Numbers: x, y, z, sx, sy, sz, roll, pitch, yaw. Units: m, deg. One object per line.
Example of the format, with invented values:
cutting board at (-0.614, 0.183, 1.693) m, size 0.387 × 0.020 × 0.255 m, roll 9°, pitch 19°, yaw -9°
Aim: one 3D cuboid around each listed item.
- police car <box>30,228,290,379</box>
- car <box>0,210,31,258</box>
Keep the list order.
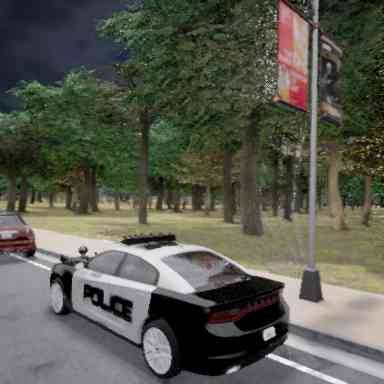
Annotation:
police car at (-0.873, 1.553, 5.948) m, size 5.238 × 1.638 × 1.930 m, roll 0°, pitch -2°, yaw 45°
car at (-7.852, 1.532, 12.915) m, size 4.553 × 1.767 × 2.097 m, roll 0°, pitch -2°, yaw 45°
